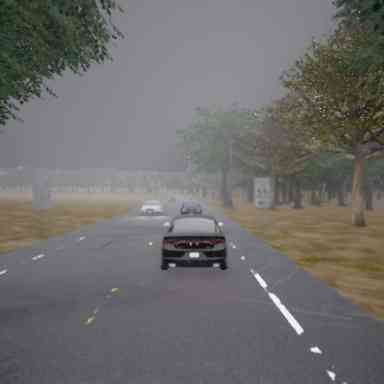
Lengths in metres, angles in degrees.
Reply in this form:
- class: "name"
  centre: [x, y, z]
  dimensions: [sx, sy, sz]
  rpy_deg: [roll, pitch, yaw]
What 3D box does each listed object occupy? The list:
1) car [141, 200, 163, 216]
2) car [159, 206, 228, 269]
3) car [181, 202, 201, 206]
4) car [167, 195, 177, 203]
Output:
- class: "car"
  centre: [-3.781, 1.509, 32.084]
  dimensions: [1.812, 1.442, 4.674]
  rpy_deg: [0, 0, -1]
- class: "car"
  centre: [0.063, 1.467, 11.108]
  dimensions: [1.882, 1.535, 5.008]
  rpy_deg: [0, 0, 0]
- class: "car"
  centre: [-0.070, 1.582, 30.626]
  dimensions: [1.895, 1.301, 4.718]
  rpy_deg: [0, 0, -1]
- class: "car"
  centre: [-4.413, 1.456, 73.017]
  dimensions: [2.097, 1.767, 4.553]
  rpy_deg: [0, 0, -1]
